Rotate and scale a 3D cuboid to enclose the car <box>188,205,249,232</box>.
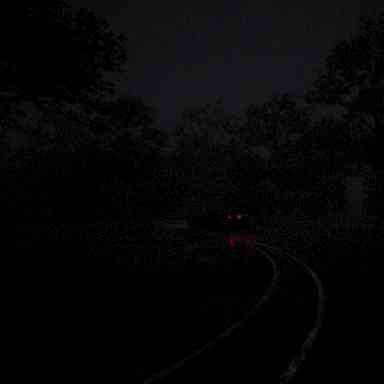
[{"bbox_3d":[1.699,1.678,23.077,2.097,1.767,4.553,0,-1,-40],"label":"car"}]
